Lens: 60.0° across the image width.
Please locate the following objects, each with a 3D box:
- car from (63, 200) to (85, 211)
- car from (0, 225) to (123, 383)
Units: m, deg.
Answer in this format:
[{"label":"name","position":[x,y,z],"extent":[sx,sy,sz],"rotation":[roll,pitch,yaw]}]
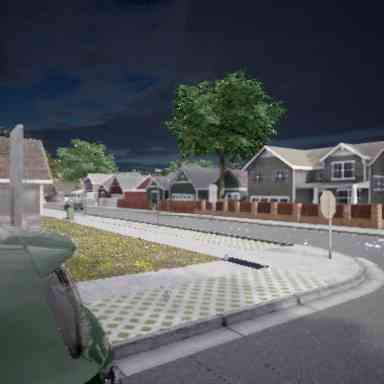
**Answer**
[{"label":"car","position":[-17.143,1.930,48.021],"extent":[2.033,1.411,5.357],"rotation":[0,-1,-35]},{"label":"car","position":[-2.917,1.222,0.865],"extent":[5.566,2.045,2.150],"rotation":[0,0,-36]}]
